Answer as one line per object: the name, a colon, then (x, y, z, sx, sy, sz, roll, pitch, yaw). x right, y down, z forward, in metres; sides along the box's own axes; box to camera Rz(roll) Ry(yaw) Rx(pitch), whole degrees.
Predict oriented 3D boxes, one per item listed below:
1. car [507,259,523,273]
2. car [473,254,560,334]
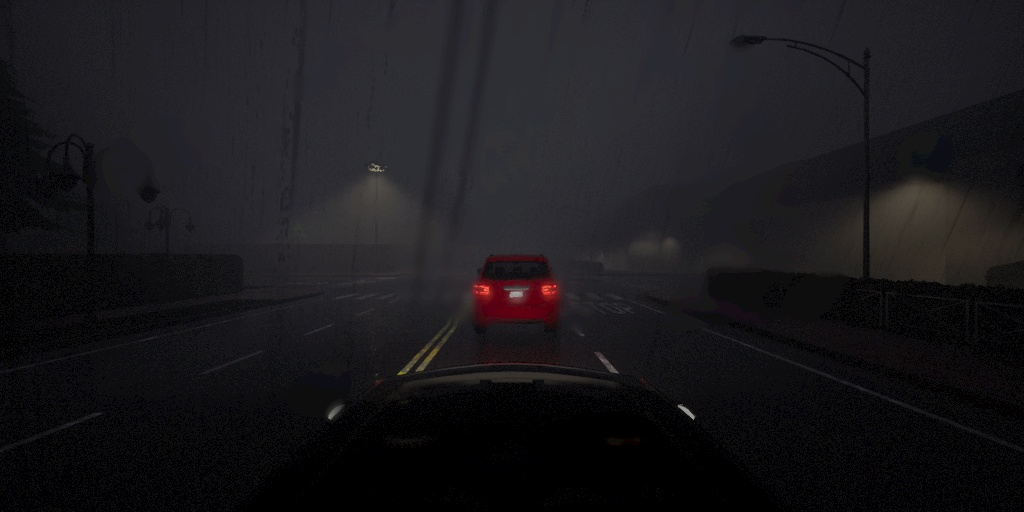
car: (0.353, 1.228, 45.625, 1.882, 1.535, 5.008, 0, 0, 1)
car: (0.121, 0.971, 10.812, 2.150, 2.045, 5.566, 0, 0, 0)
